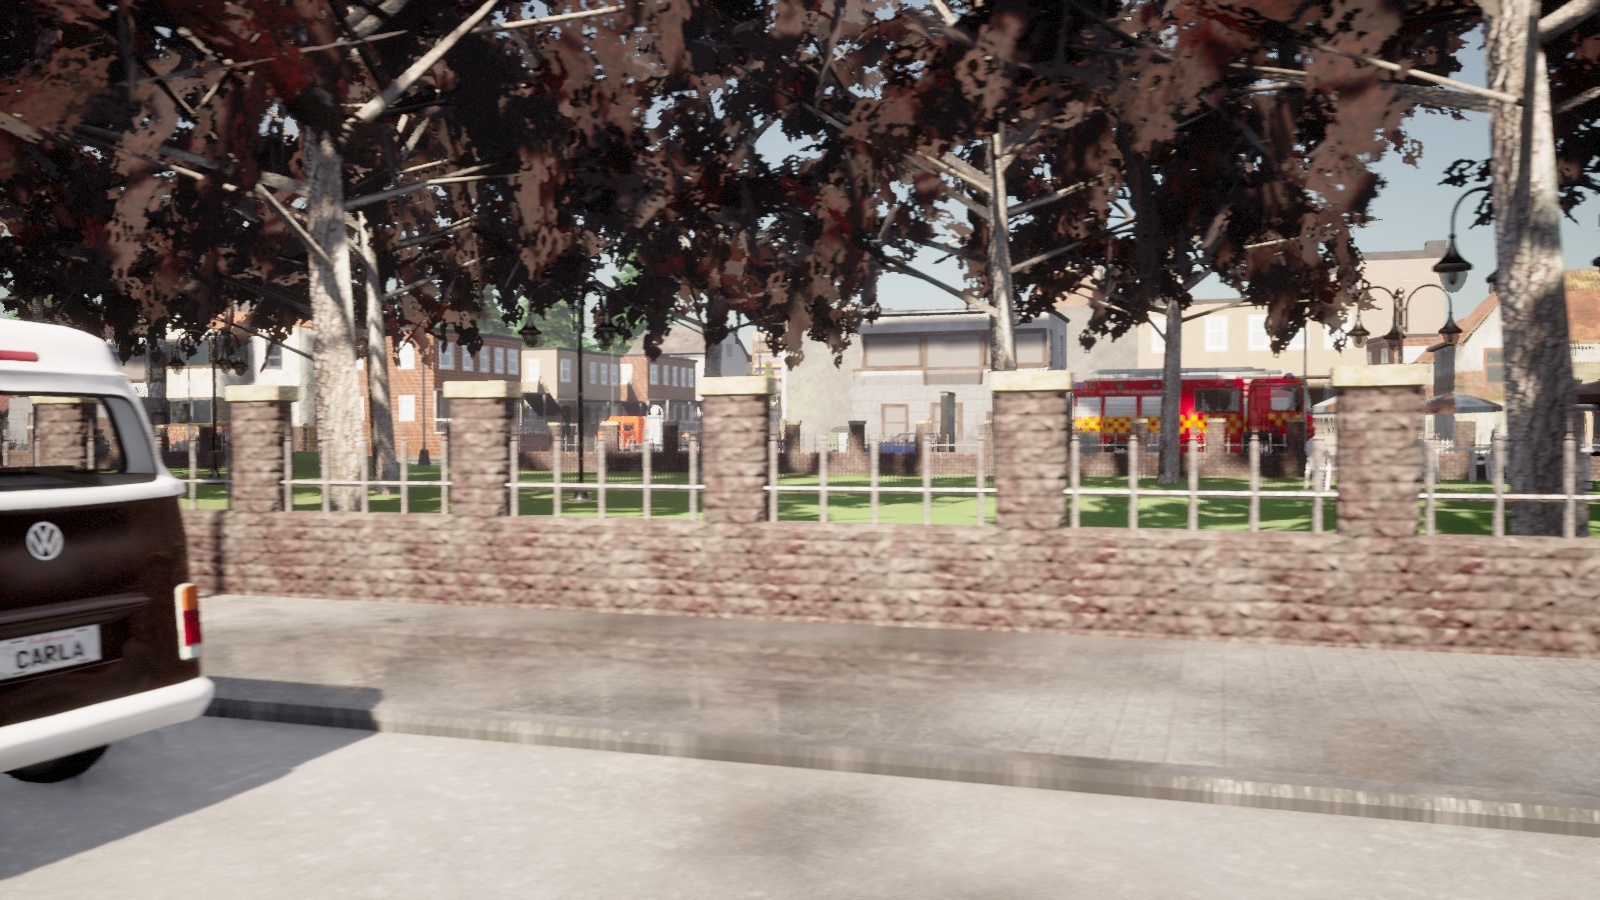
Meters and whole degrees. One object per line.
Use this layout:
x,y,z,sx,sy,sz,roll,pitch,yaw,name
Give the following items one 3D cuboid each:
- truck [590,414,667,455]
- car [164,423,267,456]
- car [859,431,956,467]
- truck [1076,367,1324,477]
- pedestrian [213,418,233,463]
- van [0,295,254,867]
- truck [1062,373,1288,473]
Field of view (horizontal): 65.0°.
-10.836,-0.967,79.733,2.627,2.467,5.204,1,0,22,truck
-30.636,-0.563,65.799,5.027,1.651,2.152,1,1,24,car
4.637,-0.058,54.147,3.806,1.475,1.970,1,1,19,car
14.711,-1.028,46.511,8.468,3.827,2.891,1,1,18,truck
-25.032,-0.430,54.452,0.692,1.930,0.395,1,1,19,pedestrian
-4.906,0.446,5.367,4.480,2.038,2.069,1,1,19,van
15.059,-1.091,50.613,8.468,3.827,2.891,1,1,19,truck
